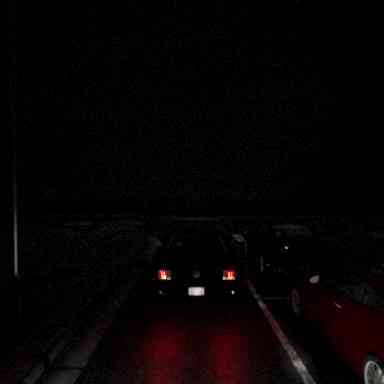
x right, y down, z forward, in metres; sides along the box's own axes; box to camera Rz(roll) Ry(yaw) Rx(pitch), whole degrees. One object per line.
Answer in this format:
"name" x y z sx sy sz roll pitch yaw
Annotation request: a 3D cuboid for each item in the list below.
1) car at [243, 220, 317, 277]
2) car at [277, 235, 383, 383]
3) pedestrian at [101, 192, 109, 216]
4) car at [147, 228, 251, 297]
"car" 2.633 1.515 9.976 2.008 1.369 4.403 -1 0 0
"car" 2.627 1.566 4.444 1.802 1.307 4.206 -1 0 0
"pedestrian" -6.850 0.919 26.166 0.375 1.860 0.375 0 1 0
"car" 0.099 1.570 8.461 1.895 1.301 4.718 0 0 0
